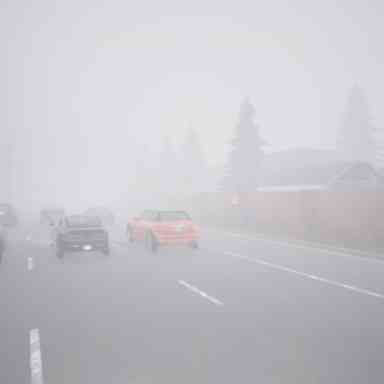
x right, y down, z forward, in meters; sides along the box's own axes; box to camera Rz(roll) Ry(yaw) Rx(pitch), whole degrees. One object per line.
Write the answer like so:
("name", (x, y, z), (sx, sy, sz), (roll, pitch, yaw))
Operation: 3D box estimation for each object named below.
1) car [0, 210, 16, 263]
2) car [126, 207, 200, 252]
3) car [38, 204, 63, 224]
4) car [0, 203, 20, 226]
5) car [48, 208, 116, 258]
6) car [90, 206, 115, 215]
("car", (-7.775, 1.619, 12.036), (2.128, 1.511, 4.902), (0, -1, -26))
("car", (-1.470, 1.516, 15.079), (2.097, 1.767, 4.553), (0, -1, -26))
("car", (-11.636, 1.770, 27.699), (1.882, 1.535, 5.008), (0, 0, -26))
("car", (-14.411, 1.617, 25.401), (2.097, 1.767, 4.553), (0, -1, -26))
("car", (-4.638, 1.653, 13.590), (1.837, 1.490, 4.892), (0, 0, -26))
("car", (-7.748, 1.844, 27.691), (2.033, 1.411, 5.357), (0, -1, -26))
